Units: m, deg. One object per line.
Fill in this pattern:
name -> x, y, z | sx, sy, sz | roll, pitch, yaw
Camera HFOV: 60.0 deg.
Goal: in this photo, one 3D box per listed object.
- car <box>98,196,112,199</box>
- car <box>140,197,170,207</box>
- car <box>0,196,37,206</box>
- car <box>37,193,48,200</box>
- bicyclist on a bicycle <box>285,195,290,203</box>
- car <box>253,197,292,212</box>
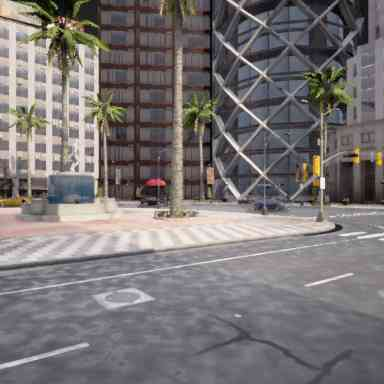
car -> -16.111, 1.526, 59.274 | 4.674, 1.442, 1.812 | 0, 0, 2
car -> -5.354, 1.477, 50.327 | 5.008, 1.535, 1.882 | 0, 0, 18
car -> -28.771, 1.478, 54.451 | 5.008, 1.535, 1.882 | 0, 0, -14
car -> -25.907, 1.221, 58.669 | 5.566, 2.045, 2.150 | 0, 0, -10
bicyclist on a bicycle -> 15.713, 1.300, 54.572 | 0.582, 1.620, 1.656 | 0, 0, 42
car -> 9.552, 1.353, 39.441 | 2.097, 1.767, 4.553 | 0, 0, -41
